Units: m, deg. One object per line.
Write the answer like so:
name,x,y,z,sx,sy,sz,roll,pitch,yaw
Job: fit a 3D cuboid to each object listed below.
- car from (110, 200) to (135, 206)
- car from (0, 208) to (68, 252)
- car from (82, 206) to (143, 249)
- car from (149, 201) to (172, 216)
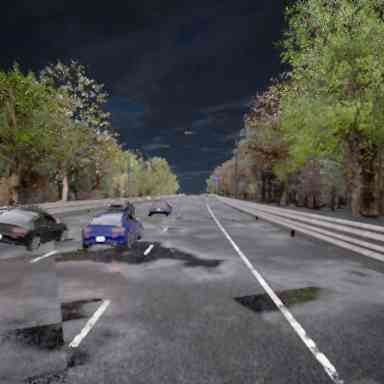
car,-6.654,1.558,31.927,1.837,1.490,4.892,0,0,2
car,-6.758,1.442,13.954,1.812,1.442,4.674,11,-1,0
car,-3.328,1.551,14.462,1.812,1.442,4.674,0,0,1
car,-3.068,1.619,33.135,1.994,1.385,4.181,0,0,1
